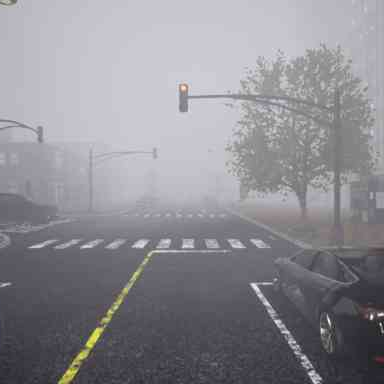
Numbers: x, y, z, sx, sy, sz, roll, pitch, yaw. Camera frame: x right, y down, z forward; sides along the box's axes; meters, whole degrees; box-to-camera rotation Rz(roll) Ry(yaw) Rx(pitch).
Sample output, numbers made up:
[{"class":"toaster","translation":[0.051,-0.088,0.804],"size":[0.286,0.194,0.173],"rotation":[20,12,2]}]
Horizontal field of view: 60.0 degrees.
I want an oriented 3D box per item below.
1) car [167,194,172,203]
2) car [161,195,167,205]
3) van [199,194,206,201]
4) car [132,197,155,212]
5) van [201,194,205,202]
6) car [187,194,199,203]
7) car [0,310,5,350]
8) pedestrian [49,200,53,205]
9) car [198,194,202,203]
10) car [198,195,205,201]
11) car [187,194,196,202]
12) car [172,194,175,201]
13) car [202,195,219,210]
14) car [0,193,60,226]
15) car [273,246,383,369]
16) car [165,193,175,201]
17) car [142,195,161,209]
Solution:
[{"class":"car","translation":[-5.789,1.532,71.344],"size":[1.752,1.417,4.829],"rotation":[0,0,0]},{"class":"car","translation":[-5.765,1.555,54.861],"size":[2.008,1.369,4.403],"rotation":[0,0,0]},{"class":"van","translation":[2.576,1.349,82.631],"size":[1.690,1.788,3.998],"rotation":[0,0,0]},{"class":"car","translation":[-5.741,1.584,38.208],"size":[1.802,1.307,4.206],"rotation":[0,0,0]},{"class":"van","translation":[2.624,1.345,49.325],"size":[1.690,1.788,3.998],"rotation":[0,0,0]},{"class":"car","translation":[-0.008,1.570,69.511],"size":[1.994,1.385,4.181],"rotation":[0,0,0]},{"class":"car","translation":[-3.073,1.526,2.062],"size":[1.812,1.442,4.674],"rotation":[0,0,0]},{"class":"pedestrian","translation":[-12.792,1.319,30.201],"size":[0.375,1.300,0.375],"rotation":[0,-1,-1]},{"class":"car","translation":[2.607,1.556,60.427],"size":[2.008,1.369,4.403],"rotation":[0,0,0]},{"class":"car","translation":[2.567,1.534,88.352],"size":[1.752,1.417,4.829],"rotation":[0,0,0]},{"class":"car","translation":[-0.113,1.363,79.430],"size":[2.097,1.767,4.553],"rotation":[0,0,0]},{"class":"car","translation":[-5.806,1.559,82.616],"size":[2.008,1.369,4.403],"rotation":[0,0,0]},{"class":"car","translation":[2.631,1.528,43.943],"size":[1.752,1.417,4.829],"rotation":[0,0,0]},{"class":"car","translation":[-11.677,1.102,21.777],"size":[5.566,2.045,2.150],"rotation":[1,0,-5]},{"class":"car","translation":[2.687,1.566,5.744],"size":[1.947,1.339,4.313],"rotation":[0,0,0]},{"class":"car","translation":[-5.813,1.324,88.167],"size":[2.192,1.841,5.009],"rotation":[0,0,0]},{"class":"car","translation":[-5.748,1.318,43.759],"size":[2.192,1.841,5.009],"rotation":[0,0,0]}]
